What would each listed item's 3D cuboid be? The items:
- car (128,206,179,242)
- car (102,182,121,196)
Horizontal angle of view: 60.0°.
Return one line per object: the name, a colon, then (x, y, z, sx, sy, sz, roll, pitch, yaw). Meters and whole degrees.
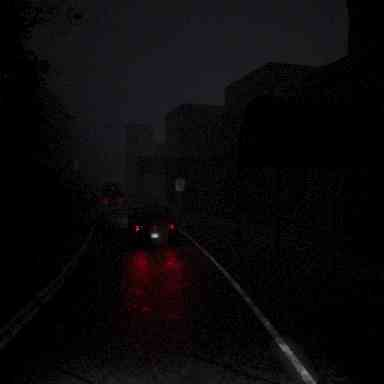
car: (-1.885, 1.282, 14.759, 1.895, 1.301, 4.718, -1, 2, -12)
car: (-10.065, -0.488, 41.510, 2.097, 1.767, 4.553, -1, 4, -17)
